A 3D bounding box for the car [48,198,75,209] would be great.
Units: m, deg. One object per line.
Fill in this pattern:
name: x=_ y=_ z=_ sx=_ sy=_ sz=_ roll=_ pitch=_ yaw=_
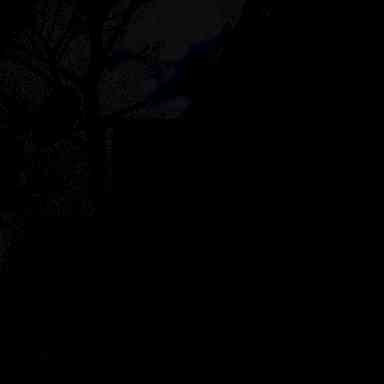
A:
car: x=-19.377 y=1.682 z=49.594 sx=1.882 sy=1.535 sz=5.008 roll=1 pitch=0 yaw=11
